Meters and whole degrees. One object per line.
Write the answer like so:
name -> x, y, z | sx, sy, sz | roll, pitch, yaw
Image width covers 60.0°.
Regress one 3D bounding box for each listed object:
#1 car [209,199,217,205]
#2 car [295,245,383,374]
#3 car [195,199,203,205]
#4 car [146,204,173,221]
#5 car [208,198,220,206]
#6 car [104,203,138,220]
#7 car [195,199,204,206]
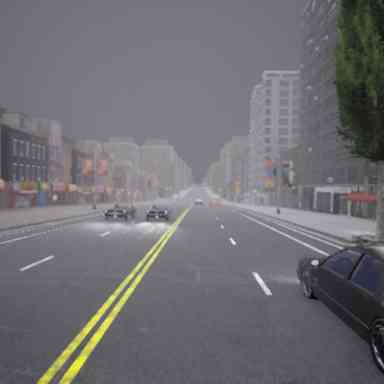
car -> 5.002, 2.389, 80.729 | 1.812, 1.442, 4.674 | 1, -1, 1
car -> 3.321, 1.614, 5.487 | 2.033, 1.411, 5.357 | 1, 0, 1
car -> 1.754, 2.326, 80.802 | 1.812, 1.442, 4.674 | 1, -1, 1
car -> -2.676, 1.652, 28.001 | 1.895, 1.301, 4.718 | 1, 0, 1
car -> 4.782, 2.090, 70.686 | 2.097, 1.767, 4.553 | 1, -1, 1
car -> -5.924, 1.588, 28.075 | 1.895, 1.301, 4.718 | 1, 0, 1
car -> 1.530, 2.268, 70.814 | 1.895, 1.301, 4.718 | 1, -1, 1
